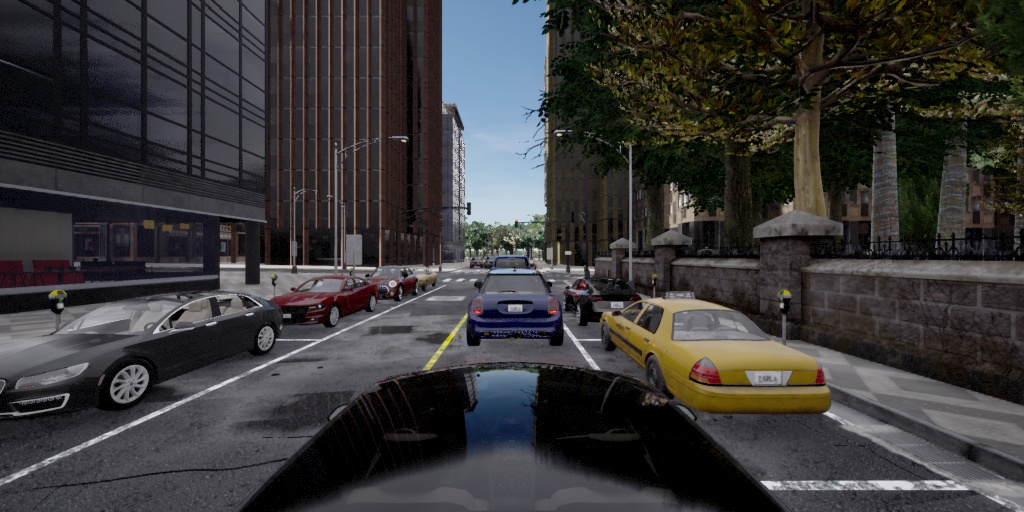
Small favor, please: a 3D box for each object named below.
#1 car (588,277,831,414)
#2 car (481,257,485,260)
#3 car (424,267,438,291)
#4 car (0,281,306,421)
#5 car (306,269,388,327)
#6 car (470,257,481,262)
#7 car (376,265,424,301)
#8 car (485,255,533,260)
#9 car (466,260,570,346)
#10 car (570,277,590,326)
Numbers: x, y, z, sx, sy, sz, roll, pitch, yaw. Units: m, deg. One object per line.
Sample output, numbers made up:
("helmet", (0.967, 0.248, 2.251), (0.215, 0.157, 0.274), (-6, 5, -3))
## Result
("car", (2.756, 1.275, 6.170), (1.751, 1.417, 4.829), (0, 0, 0))
("car", (-3.171, 0.986, 57.182), (2.150, 2.045, 5.566), (0, 0, 0))
("car", (-5.793, 1.277, 22.186), (1.751, 1.417, 4.829), (0, 0, 0))
("car", (-5.769, 1.300, 5.985), (2.007, 1.370, 4.403), (0, 0, 0))
("car", (-5.777, 1.295, 11.442), (1.888, 1.381, 4.507), (0, 0, 0))
("car", (-5.849, 1.079, 59.764), (2.192, 1.841, 5.009), (0, 0, 0))
("car", (-5.786, 1.190, 16.899), (1.967, 1.591, 4.097), (0, 0, 0))
("car", (-0.021, 0.973, 18.995), (2.150, 2.045, 5.566), (0, 0, 0))
("car", (0.041, 1.102, 9.560), (2.097, 1.767, 4.553), (0, 0, -1))
("car", (2.748, 1.316, 11.457), (1.948, 1.339, 4.313), (0, 0, 0))
